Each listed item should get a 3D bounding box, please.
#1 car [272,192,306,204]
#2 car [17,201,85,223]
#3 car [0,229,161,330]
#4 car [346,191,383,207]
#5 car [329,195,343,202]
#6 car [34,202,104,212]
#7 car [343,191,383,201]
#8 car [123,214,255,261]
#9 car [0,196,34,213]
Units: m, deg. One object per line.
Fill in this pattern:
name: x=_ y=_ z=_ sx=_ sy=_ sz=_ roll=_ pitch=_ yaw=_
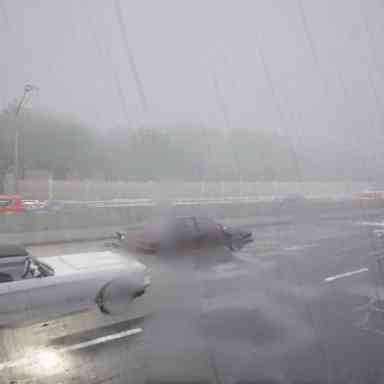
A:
car: x=14.129 y=1.038 z=48.241 sx=5.566 sy=2.045 sz=2.150 roll=0 pitch=0 yaw=-35
car: x=-11.042 y=1.508 z=26.202 sx=4.674 sy=1.442 sz=1.812 roll=0 pitch=0 yaw=-35
car: x=-3.120 y=1.598 z=5.819 sx=4.718 sy=1.301 sz=1.895 roll=0 pitch=0 yaw=-35
car: x=24.331 y=0.916 z=46.840 sx=5.566 sy=2.045 sz=2.150 roll=-1 pitch=1 yaw=-35
car: x=22.406 y=1.218 z=49.759 sx=4.674 sy=1.442 sz=1.812 roll=-1 pitch=1 yaw=-35
car: x=-8.710 y=1.530 z=23.571 sx=5.357 sy=1.411 sz=2.033 roll=0 pitch=0 yaw=-36
car: x=21.305 y=1.017 z=40.467 sx=5.566 sy=2.045 sz=2.150 roll=-1 pitch=1 yaw=-35
car: x=-0.165 y=1.531 z=12.222 sx=5.357 sy=1.411 sz=2.033 roll=0 pitch=0 yaw=-35
car: x=-11.552 y=1.217 z=17.246 sx=5.566 sy=2.045 sz=2.150 roll=0 pitch=0 yaw=-35
